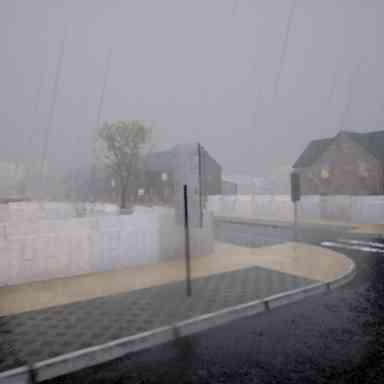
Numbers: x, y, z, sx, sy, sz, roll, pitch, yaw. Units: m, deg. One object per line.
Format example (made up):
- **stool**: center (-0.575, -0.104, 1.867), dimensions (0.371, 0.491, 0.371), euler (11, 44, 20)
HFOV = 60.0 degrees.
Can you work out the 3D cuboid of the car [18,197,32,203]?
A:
- **car**: center (-41.568, 1.884, 83.460), dimensions (1.882, 1.535, 5.008), euler (-3, 1, -34)
